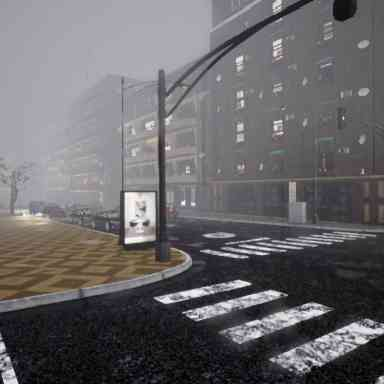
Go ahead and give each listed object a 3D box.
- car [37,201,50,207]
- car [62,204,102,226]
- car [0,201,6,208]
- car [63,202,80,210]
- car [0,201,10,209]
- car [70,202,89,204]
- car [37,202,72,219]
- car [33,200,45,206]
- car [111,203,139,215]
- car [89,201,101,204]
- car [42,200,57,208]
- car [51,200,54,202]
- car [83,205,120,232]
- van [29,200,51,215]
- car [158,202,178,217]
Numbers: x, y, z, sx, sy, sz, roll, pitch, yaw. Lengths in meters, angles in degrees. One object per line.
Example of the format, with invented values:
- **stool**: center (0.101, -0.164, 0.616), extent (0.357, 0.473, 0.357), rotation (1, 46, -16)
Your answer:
- **car**: center (-34.647, 2.735, 77.692), extent (1.947, 1.339, 4.313), rotation (-2, 0, -36)
- **car**: center (-8.885, 1.969, 27.589), extent (2.008, 1.369, 4.403), rotation (-2, 0, -36)
- **car**: center (-44.702, 2.861, 77.290), extent (1.887, 1.381, 4.507), rotation (-2, 0, -36)
- **car**: center (-21.585, 2.424, 59.647), extent (1.802, 1.307, 4.206), rotation (-2, 0, -36)
- **car**: center (-38.171, 2.703, 68.267), extent (2.008, 1.369, 4.403), rotation (-2, 0, -36)
- **car**: center (-17.269, 2.265, 49.287), extent (1.994, 1.385, 4.181), rotation (-1, -1, -36)
- **car**: center (-14.964, 2.115, 36.064), extent (1.887, 1.381, 4.507), rotation (-2, 0, -36)
- **car**: center (-37.913, 2.796, 82.203), extent (1.887, 1.381, 4.507), rotation (-2, 0, -36)
- **car**: center (-8.459, 2.096, 41.648), extent (1.802, 1.307, 4.206), rotation (-2, 0, -36)
- **car**: center (-15.054, 2.118, 50.627), extent (1.967, 1.590, 4.097), rotation (-2, 0, -36)
- **car**: center (-31.385, 2.527, 73.180), extent (1.967, 1.590, 4.097), rotation (-2, 0, -36)
- **car**: center (-25.430, 2.469, 60.555), extent (1.994, 1.385, 4.181), rotation (-1, -1, -36)
- **car**: center (-5.619, 1.888, 23.078), extent (2.008, 1.369, 4.403), rotation (-2, 0, -36)
- **van**: center (-19.884, 2.035, 42.950), extent (1.690, 1.788, 3.998), rotation (-2, 0, -36)
- **car**: center (-3.201, 1.824, 34.466), extent (1.967, 1.590, 4.097), rotation (-2, 0, -36)
